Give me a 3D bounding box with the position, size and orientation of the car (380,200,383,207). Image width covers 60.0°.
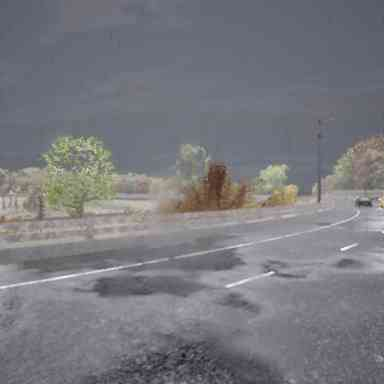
[{"bbox_3d":[30.331,1.674,51.062,1.882,1.535,5.008,0,-1,19],"label":"car"}]

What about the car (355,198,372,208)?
[{"bbox_3d":[27.418,1.670,53.359,1.882,1.535,5.008,0,-1,18],"label":"car"}]
